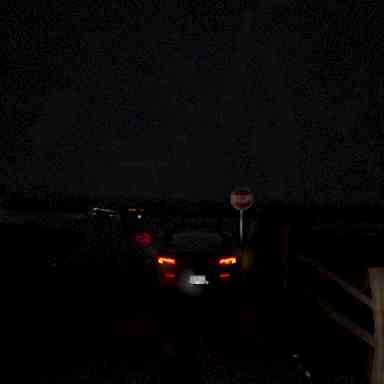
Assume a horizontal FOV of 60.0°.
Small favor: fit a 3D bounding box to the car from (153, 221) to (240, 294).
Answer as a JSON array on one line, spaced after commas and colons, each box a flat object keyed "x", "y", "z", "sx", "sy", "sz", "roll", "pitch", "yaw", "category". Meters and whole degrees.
[{"x": 0.092, "y": 1.475, "z": 8.516, "sx": 1.812, "sy": 1.442, "sz": 4.674, "roll": 0, "pitch": 0, "yaw": 0, "category": "car"}]

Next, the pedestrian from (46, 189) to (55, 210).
[{"x": -12.032, "y": 0.633, "z": 28.198, "sx": 0.375, "sy": 1.860, "sz": 0.375, "roll": 0, "pitch": 1, "yaw": 0, "category": "pedestrian"}]

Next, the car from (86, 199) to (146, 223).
[{"x": -5.390, "y": 1.248, "z": 23.220, "sx": 4.892, "sy": 1.490, "sz": 1.837, "roll": 3, "pitch": 0, "yaw": 37, "category": "car"}]
